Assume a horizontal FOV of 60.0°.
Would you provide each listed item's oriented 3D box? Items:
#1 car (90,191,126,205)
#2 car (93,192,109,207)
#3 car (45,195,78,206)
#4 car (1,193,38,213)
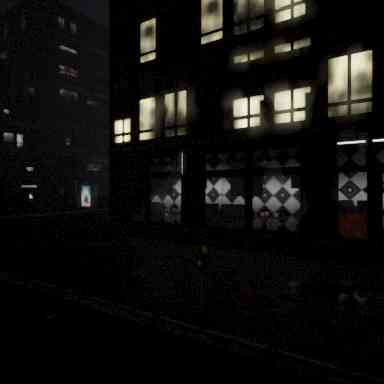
[{"bbox_3d":[-11.526,0.735,45.920,2.097,1.767,4.553,0,1,35],"label":"car"},{"bbox_3d":[-9.837,1.062,38.210,1.947,1.339,4.313,1,2,35],"label":"car"},{"bbox_3d":[-16.745,1.061,42.954,1.802,1.307,4.206,2,2,35],"label":"car"},{"bbox_3d":[-16.184,1.019,29.106,2.192,1.841,5.009,1,2,35],"label":"car"}]
